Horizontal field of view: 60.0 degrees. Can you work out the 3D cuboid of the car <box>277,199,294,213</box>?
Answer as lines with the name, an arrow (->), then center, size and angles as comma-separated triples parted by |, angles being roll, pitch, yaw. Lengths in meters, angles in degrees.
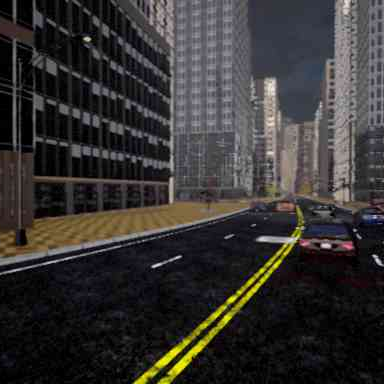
car -> 12.256, 1.752, 43.637 | 2.097, 1.767, 4.553 | 0, -1, 17

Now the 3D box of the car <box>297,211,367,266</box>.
car -> 4.989, 1.680, 12.249 | 2.033, 1.411, 5.357 | 0, 0, 23

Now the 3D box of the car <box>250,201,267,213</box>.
car -> 8.645, 1.908, 43.008 | 2.033, 1.411, 5.357 | 0, 0, 17

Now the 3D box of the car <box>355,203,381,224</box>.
car -> 13.407, 1.845, 25.253 | 2.033, 1.411, 5.357 | 0, 0, 19

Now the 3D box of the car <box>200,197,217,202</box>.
car -> 4.135, 1.985, 83.566 | 4.313, 1.339, 1.947 | 1, 0, 18

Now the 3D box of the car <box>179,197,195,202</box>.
car -> -1.265, 1.910, 85.346 | 4.206, 1.307, 1.802 | 1, 0, 18

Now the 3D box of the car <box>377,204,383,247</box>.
car -> 8.749, 1.529, 12.818 | 2.097, 1.767, 4.553 | 0, 0, 23

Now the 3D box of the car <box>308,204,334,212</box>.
car -> 11.045, 1.785, 28.383 | 2.128, 1.511, 4.902 | 0, 0, 19

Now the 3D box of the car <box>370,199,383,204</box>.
car -> 41.225, 2.356, 71.743 | 5.009, 1.841, 2.192 | 1, 0, 18
